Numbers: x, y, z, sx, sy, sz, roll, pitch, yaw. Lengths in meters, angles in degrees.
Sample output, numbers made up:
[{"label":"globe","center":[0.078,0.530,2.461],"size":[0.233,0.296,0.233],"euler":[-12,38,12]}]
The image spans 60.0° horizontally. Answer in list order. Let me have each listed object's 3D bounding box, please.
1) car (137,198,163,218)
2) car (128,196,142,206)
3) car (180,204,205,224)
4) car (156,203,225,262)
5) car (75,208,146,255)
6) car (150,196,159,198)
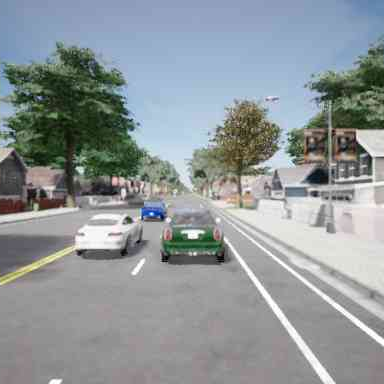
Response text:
[{"label":"car","center":[-3.182,1.580,28.792],"size":[1.882,1.535,5.008],"euler":[0,0,1]},{"label":"car","center":[-9.776,1.558,57.881],"size":[2.097,1.767,4.553],"euler":[0,0,1]},{"label":"car","center":[0.050,1.697,26.990],"size":[1.895,1.301,4.718],"euler":[0,0,1]},{"label":"car","center":[0.049,1.397,12.538],"size":[2.097,1.767,4.553],"euler":[0,0,1]},{"label":"car","center":[-3.193,1.574,13.364],"size":[1.812,1.442,4.674],"euler":[0,0,0]},{"label":"car","center":[-6.527,1.558,57.880],"size":[2.097,1.767,4.553],"euler":[0,0,1]}]
